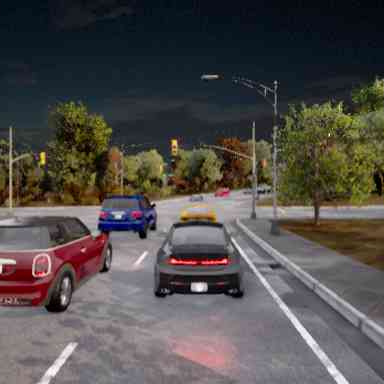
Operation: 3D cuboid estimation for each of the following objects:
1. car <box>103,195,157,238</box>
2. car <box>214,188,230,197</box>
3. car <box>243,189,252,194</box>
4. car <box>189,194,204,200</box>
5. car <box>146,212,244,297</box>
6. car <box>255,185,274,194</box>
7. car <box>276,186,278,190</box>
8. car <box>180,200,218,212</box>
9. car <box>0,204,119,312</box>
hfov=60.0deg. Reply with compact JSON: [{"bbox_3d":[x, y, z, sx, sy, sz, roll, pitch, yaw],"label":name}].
[{"bbox_3d":[-3.182,1.175,17.362,2.150,2.045,5.566,0,0,2],"label":"car"},{"bbox_3d":[7.044,0.109,77.991,2.150,2.045,5.566,0,3,26],"label":"car"},{"bbox_3d":[14.627,-0.148,84.315,1.994,1.385,4.181,0,4,33],"label":"car"},{"bbox_3d":[0.873,1.159,63.736,1.812,1.442,4.674,0,2,20],"label":"car"},{"bbox_3d":[0.154,1.474,8.466,1.837,1.490,4.892,0,0,1],"label":"car"},{"bbox_3d":[17.947,-0.259,83.035,1.882,1.535,5.008,0,4,33],"label":"car"},{"bbox_3d":[23.717,-0.988,91.415,1.882,1.535,5.008,0,4,38],"label":"car"},{"bbox_3d":[0.348,1.430,17.844,1.882,1.535,5.008,0,0,2],"label":"car"},{"bbox_3d":[-3.353,1.324,7.799,2.097,1.767,4.553,0,0,1],"label":"car"}]
